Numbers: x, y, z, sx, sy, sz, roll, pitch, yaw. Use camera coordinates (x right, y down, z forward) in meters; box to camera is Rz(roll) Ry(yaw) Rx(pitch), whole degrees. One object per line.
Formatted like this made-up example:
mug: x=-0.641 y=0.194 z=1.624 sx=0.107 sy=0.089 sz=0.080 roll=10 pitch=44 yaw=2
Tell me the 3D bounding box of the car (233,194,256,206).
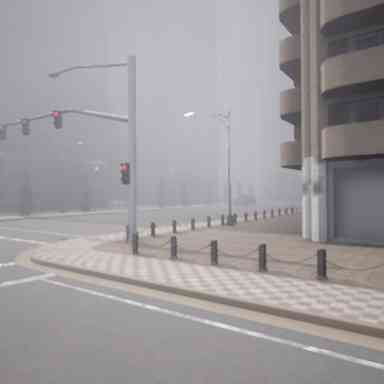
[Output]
car: x=9.336 y=1.413 z=58.814 sx=2.150 sy=2.045 sz=5.566 roll=-1 pitch=-1 yaw=36
